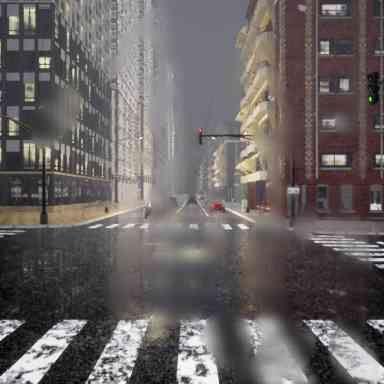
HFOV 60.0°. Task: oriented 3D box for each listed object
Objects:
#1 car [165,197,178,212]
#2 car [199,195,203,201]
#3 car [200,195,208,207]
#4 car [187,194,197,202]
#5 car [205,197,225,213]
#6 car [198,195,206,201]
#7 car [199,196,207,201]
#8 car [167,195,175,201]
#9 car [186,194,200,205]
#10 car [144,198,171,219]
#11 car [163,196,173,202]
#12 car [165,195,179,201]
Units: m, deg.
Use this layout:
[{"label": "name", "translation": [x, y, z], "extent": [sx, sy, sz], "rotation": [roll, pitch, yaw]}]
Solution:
[{"label": "car", "translation": [-3.085, 1.574, 39.539], "extent": [1.994, 1.385, 4.181], "rotation": [0, 0, 1]}, {"label": "car", "translation": [2.688, 1.571, 55.818], "extent": [2.008, 1.369, 4.403], "rotation": [0, 0, 0]}, {"label": "car", "translation": [2.688, 1.567, 50.170], "extent": [2.008, 1.369, 4.403], "rotation": [0, 0, 0]}, {"label": "car", "translation": [-0.004, 1.218, 69.824], "extent": [2.097, 1.767, 4.553], "rotation": [0, 0, 0]}, {"label": "car", "translation": [2.739, 1.591, 37.253], "extent": [1.802, 1.307, 4.206], "rotation": [0, 0, 0]}, {"label": "car", "translation": [2.684, 1.491, 89.710], "extent": [1.967, 1.590, 4.097], "rotation": [0, 0, 0]}, {"label": "car", "translation": [2.684, 1.626, 84.061], "extent": [1.802, 1.307, 4.206], "rotation": [0, 0, 0]}, {"label": "car", "translation": [-5.697, 1.595, 89.709], "extent": [1.887, 1.381, 4.507], "rotation": [0, 0, 0]}, {"label": "car", "translation": [-0.003, 1.548, 59.851], "extent": [1.812, 1.442, 4.674], "rotation": [0, 0, 0]}, {"label": "car", "translation": [-3.120, 1.553, 29.519], "extent": [2.033, 1.411, 5.357], "rotation": [0, 0, -4]}, {"label": "car", "translation": [-5.695, 1.589, 78.412], "extent": [2.008, 1.369, 4.403], "rotation": [0, 0, 0]}, {"label": "car", "translation": [-3.057, 1.521, 49.954], "extent": [1.837, 1.490, 4.892], "rotation": [0, 0, 0]}]
